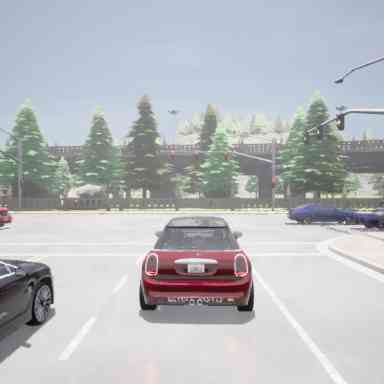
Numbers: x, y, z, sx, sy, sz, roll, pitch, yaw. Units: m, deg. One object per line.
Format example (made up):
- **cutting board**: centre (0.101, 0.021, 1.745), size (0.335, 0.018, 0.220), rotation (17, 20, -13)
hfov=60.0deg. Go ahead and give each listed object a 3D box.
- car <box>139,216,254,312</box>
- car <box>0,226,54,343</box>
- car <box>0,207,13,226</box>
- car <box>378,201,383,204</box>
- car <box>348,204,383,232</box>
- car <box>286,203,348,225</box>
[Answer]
- **car**: centre (0.149, 1.352, 7.922), size (2.097, 1.767, 4.553), rotation (0, 0, 2)
- **car**: centre (-3.432, 1.492, 4.172), size (2.128, 1.511, 4.902), rotation (0, 0, 0)
- **car**: centre (-13.563, 1.182, 19.422), size (5.566, 2.045, 2.150), rotation (1, 0, 1)
- **car**: centre (19.478, 1.166, 29.618), size (5.566, 2.045, 2.150), rotation (0, 0, 1)
- **car**: centre (11.884, 1.545, 19.058), size (4.718, 1.301, 1.895), rotation (0, 0, 1)
- **car**: centre (8.829, 1.470, 22.604), size (4.674, 1.442, 1.812), rotation (0, 0, 1)
